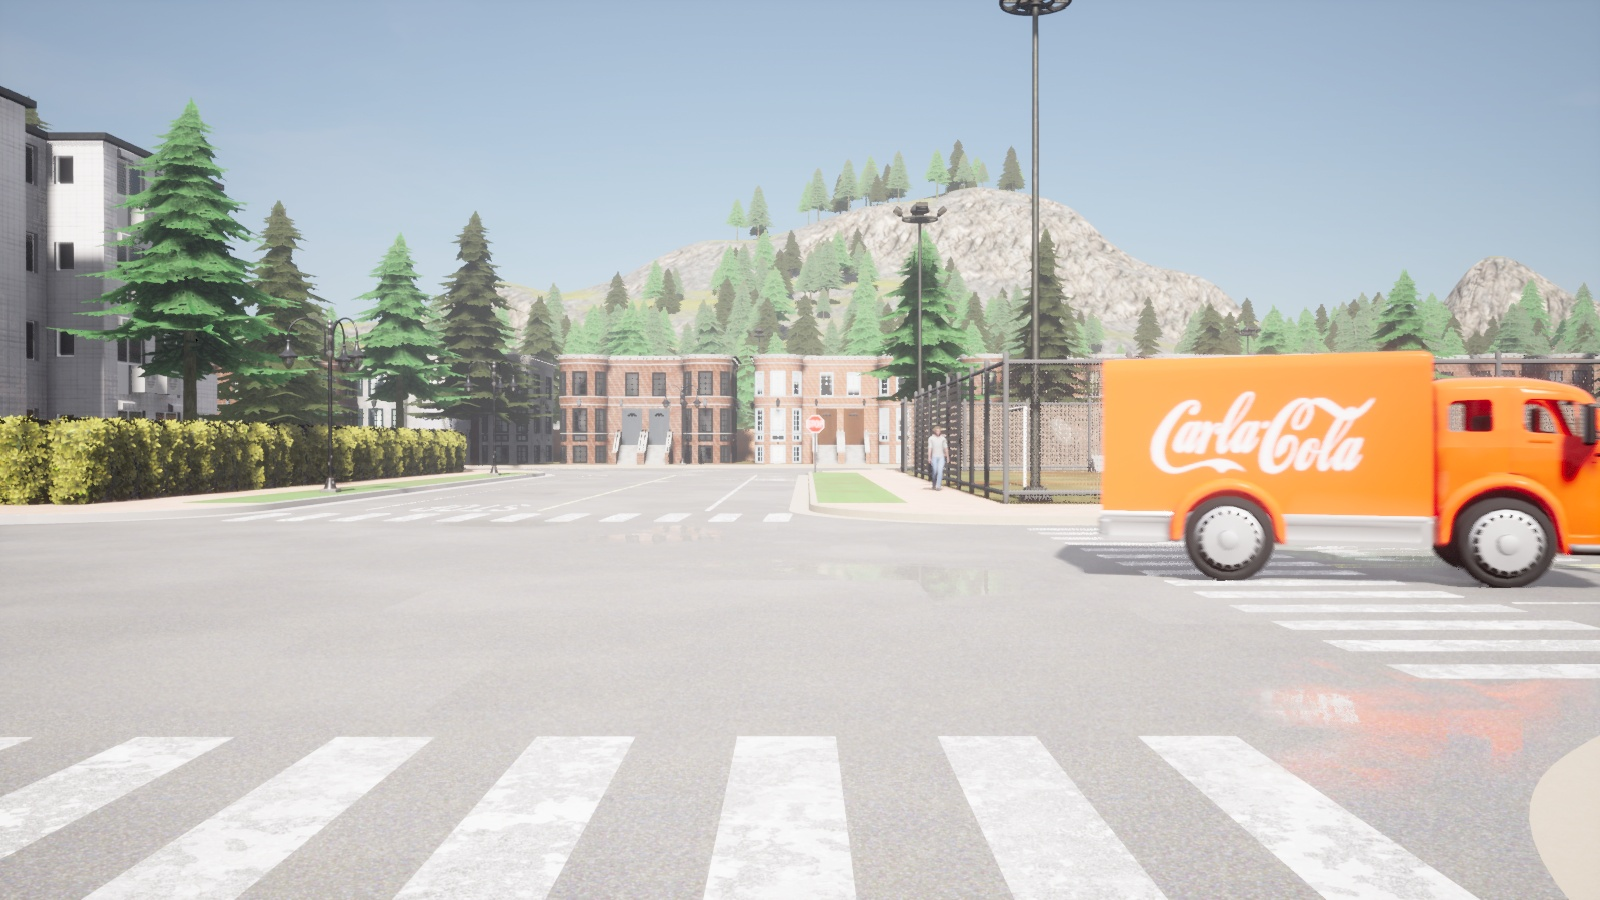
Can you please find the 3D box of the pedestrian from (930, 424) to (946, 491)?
[{"bbox_3d":[3.789,0.201,34.441,0.354,1.836,0.706,0,0,-2],"label":"pedestrian"}]

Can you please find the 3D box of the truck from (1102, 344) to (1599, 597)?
[{"bbox_3d":[6.195,0.185,14.181,5.204,2.467,2.627,0,1,19],"label":"truck"}]
